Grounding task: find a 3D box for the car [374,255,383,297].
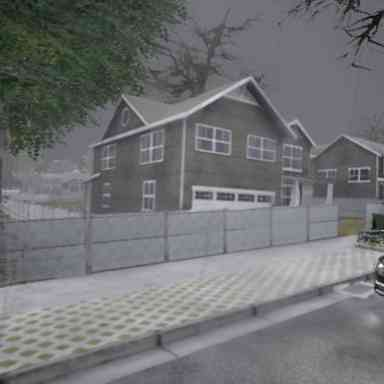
[{"bbox_3d":[5.865,1.470,7.261,4.902,1.511,2.128,0,0,-36],"label":"car"}]
